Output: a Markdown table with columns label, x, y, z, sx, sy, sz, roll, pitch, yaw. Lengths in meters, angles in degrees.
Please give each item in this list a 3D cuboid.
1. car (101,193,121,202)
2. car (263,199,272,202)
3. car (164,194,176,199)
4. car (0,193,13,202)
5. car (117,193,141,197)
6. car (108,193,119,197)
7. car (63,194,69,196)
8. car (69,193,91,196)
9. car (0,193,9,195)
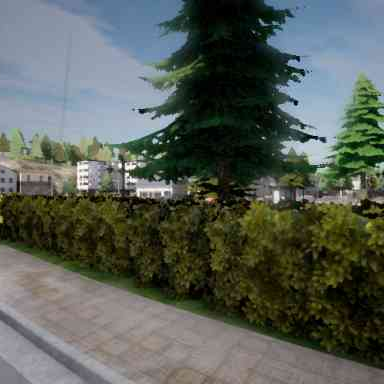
| label | x | y | z | sx | sy | sz | roll | pitch | yaw |
| --- | --- | --- | --- | --- | --- | --- | --- | --- | --- |
| car | -17.552 | 1.077 | 72.095 | 3.866 | 1.878 | 1.905 | 0 | 0 | -45 |
| car | 9.908 | 1.478 | 44.336 | 5.008 | 1.535 | 1.882 | 0 | 0 | -45 |
| car | -2.224 | 1.221 | 37.422 | 5.566 | 2.045 | 2.150 | 0 | 0 | -45 |
| car | -41.120 | 1.097 | 71.295 | 4.605 | 1.855 | 1.932 | 0 | 0 | -45 |
| car | -9.692 | 1.384 | 53.878 | 3.806 | 1.475 | 1.970 | 0 | 0 | -45 |
| car | -15.223 | 1.097 | 70.309 | 4.605 | 1.855 | 1.932 | 0 | 0 | -45 |
| car | -31.237 | 1.232 | 85.583 | 3.806 | 1.475 | 1.970 | 0 | 0 | -45 |
| car | -26.512 | 1.153 | 81.228 | 5.027 | 1.636 | 2.152 | 0 | 0 | -45 |
| car | -23.119 | 1.330 | 40.911 | 5.027 | 1.636 | 2.152 | 0 | 0 | -45 |
